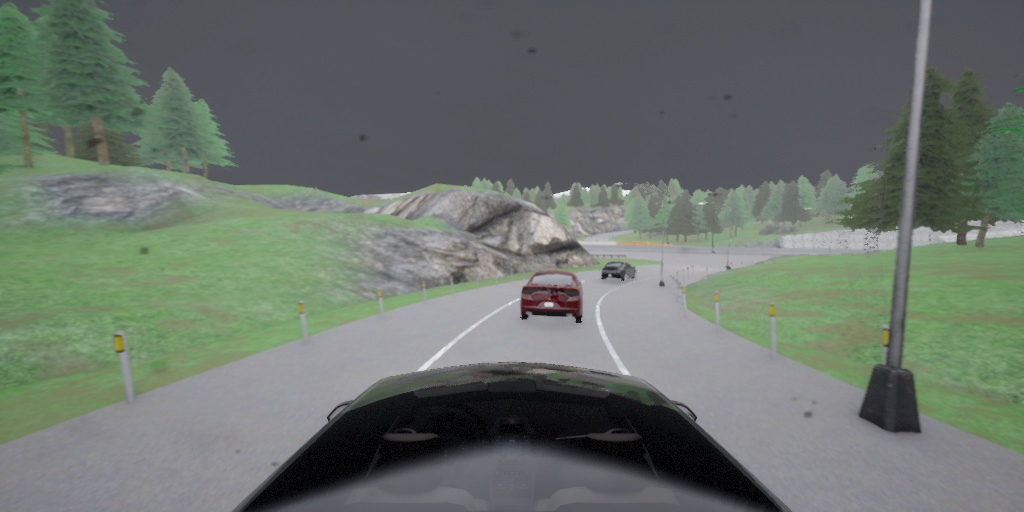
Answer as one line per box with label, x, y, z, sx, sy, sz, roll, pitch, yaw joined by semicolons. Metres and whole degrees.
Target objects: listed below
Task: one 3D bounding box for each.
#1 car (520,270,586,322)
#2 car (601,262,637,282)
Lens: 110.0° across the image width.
car;1.521;1.236;12.591;1.882;1.535;5.008;1;0;11
car;9.005;1.232;29.932;1.837;1.490;4.892;3;2;34
